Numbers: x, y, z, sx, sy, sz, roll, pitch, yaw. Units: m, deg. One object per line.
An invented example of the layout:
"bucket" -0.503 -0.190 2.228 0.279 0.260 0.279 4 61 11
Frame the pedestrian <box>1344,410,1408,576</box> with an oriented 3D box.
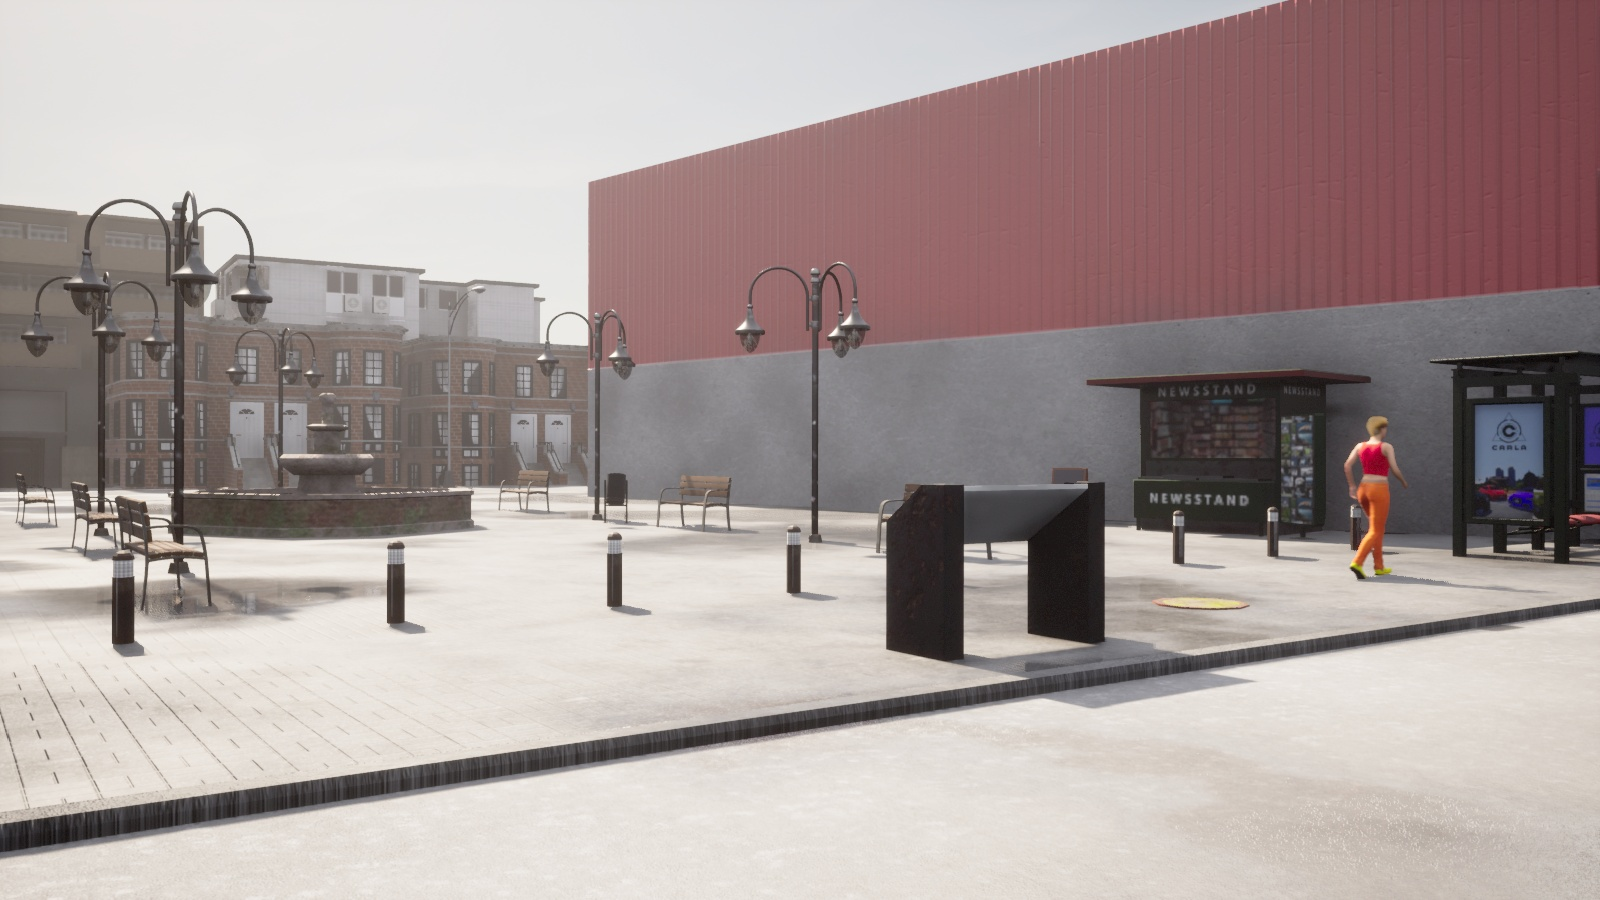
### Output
"pedestrian" 6.481 0.472 14.130 0.594 1.836 0.345 0 0 -24
